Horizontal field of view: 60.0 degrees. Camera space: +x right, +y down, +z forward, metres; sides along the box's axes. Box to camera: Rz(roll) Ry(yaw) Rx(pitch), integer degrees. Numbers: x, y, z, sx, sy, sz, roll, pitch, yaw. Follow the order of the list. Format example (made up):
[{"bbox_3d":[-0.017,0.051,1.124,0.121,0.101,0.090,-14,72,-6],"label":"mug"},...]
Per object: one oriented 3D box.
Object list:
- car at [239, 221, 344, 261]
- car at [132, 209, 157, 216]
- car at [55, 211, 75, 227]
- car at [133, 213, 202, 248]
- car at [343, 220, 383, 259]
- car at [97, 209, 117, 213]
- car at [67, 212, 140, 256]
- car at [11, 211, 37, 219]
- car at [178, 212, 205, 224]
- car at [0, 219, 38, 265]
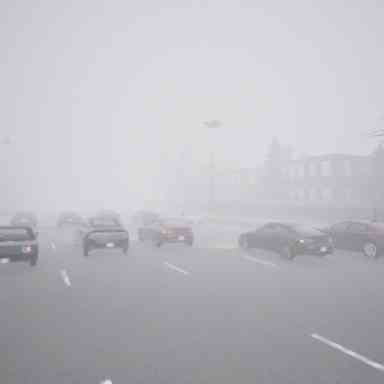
[{"bbox_3d":[3.880,1.993,14.391,1.812,1.442,4.674,1,-2,-25],"label":"car"},{"bbox_3d":[-4.528,2.426,32.267,1.837,1.490,4.892,1,-2,-25],"label":"car"},{"bbox_3d":[-11.089,2.354,29.770,1.994,1.385,4.181,1,-2,-25],"label":"car"},{"bbox_3d":[-1.478,2.040,17.577,1.812,1.442,4.674,1,-2,-25],"label":"car"},{"bbox_3d":[7.419,1.996,15.095,1.882,1.535,5.008,1,-2,-25],"label":"car"},{"bbox_3d":[-8.314,2.361,32.097,1.882,1.535,5.008,1,-2,-25],"label":"car"},{"bbox_3d":[-4.236,1.912,15.219,2.128,1.511,4.902,1,-2,-25],"label":"car"},{"bbox_3d":[-14.256,2.282,28.280,1.994,1.385,4.181,1,-2,-25],"label":"car"},{"bbox_3d":[-0.637,2.554,32.212,1.895,1.301,4.718,1,-2,-25],"label":"car"},{"bbox_3d":[-6.807,1.918,12.459,1.895,1.301,4.718,1,-2,-25],"label":"car"}]
